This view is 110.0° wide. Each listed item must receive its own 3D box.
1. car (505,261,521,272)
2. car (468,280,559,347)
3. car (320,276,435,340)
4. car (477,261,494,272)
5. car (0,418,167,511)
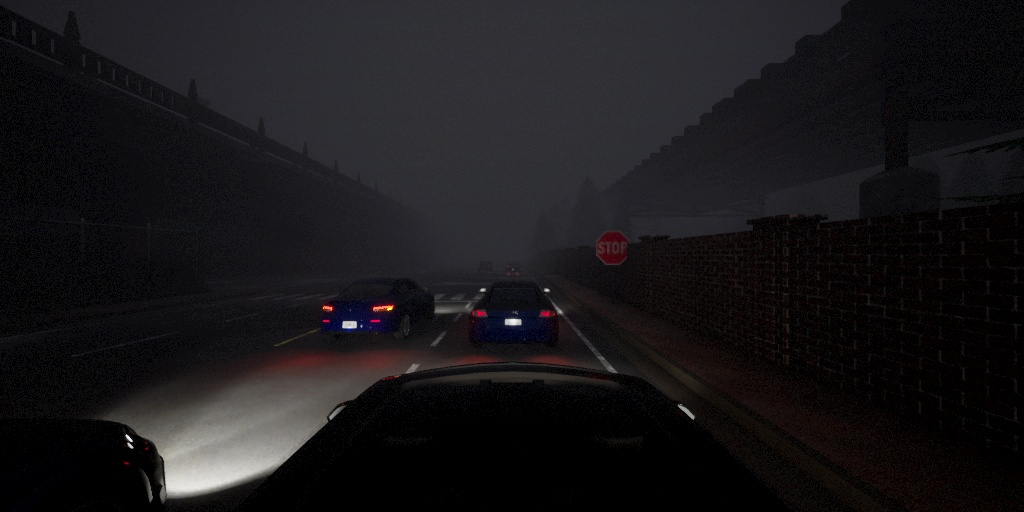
[{"bbox_3d":[0.099,1.351,46.119,1.895,1.301,4.718,0,0,-1],"label":"car"},{"bbox_3d":[0.069,1.314,9.303,1.994,1.385,4.181,0,0,1],"label":"car"},{"bbox_3d":[-3.413,1.276,9.825,1.812,1.442,4.674,0,0,0],"label":"car"},{"bbox_3d":[-3.395,1.297,45.950,2.033,1.411,5.357,0,0,-1],"label":"car"},{"bbox_3d":[-3.399,1.314,0.730,1.994,1.385,4.181,0,0,0],"label":"car"}]
